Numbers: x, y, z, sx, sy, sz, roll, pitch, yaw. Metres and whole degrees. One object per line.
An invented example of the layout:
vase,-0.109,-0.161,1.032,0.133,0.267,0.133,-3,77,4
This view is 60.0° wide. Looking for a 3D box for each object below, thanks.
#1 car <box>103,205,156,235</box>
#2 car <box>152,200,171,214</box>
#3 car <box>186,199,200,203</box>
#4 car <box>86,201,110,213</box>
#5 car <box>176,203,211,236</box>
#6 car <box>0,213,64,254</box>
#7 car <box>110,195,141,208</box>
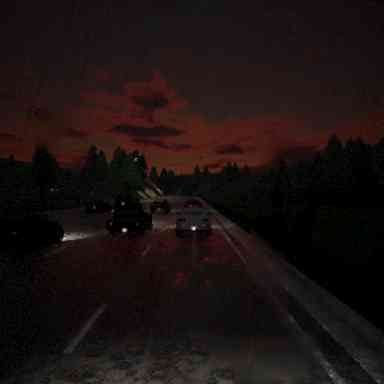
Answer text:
car,-3.405,1.640,19.033,1.895,1.301,4.718,0,0,0
car,-3.410,1.566,36.656,2.128,1.511,4.902,0,0,0
car,0.090,1.580,36.720,1.837,1.490,4.892,0,0,0
car,-10.410,1.640,37.512,1.994,1.385,4.181,0,0,0
car,0.081,1.564,18.725,1.812,1.442,4.674,0,0,0
car,-6.904,1.592,13.668,1.994,1.385,4.181,0,0,0
car,-6.909,1.295,35.980,2.150,2.045,5.566,0,0,0
